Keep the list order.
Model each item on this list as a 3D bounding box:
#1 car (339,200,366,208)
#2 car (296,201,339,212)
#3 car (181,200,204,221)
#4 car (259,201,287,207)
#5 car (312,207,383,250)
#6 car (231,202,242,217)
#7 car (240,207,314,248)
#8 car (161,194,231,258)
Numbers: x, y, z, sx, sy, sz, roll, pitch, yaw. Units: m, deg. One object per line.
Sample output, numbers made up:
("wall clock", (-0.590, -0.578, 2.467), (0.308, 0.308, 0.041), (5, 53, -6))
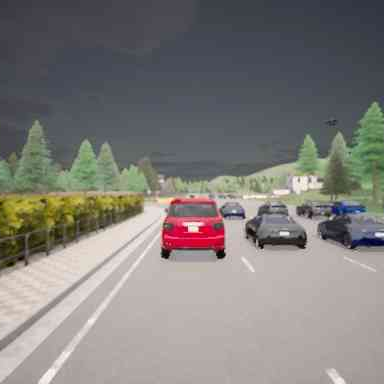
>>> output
("car", (14.059, 1.503, 30.675), (1.882, 1.535, 5.008), (0, 0, 0))
("car", (10.551, 1.516, 29.142), (2.128, 1.511, 4.902), (0, 0, 0))
("car", (0.053, 1.531, 29.195), (1.837, 1.490, 4.892), (0, 0, 0))
("car", (7.051, 1.516, 29.139), (2.128, 1.511, 4.902), (0, 0, 0))
("car", (7.062, 1.575, 14.462), (1.994, 1.385, 4.181), (0, 0, 0))
("car", (3.556, 1.588, 29.807), (1.994, 1.385, 4.181), (0, 0, 0))
("car", (3.564, 1.576, 14.777), (1.994, 1.385, 4.181), (0, 0, 0))
("car", (0.056, 1.234, 12.994), (2.150, 2.045, 5.566), (0, 0, 0))
